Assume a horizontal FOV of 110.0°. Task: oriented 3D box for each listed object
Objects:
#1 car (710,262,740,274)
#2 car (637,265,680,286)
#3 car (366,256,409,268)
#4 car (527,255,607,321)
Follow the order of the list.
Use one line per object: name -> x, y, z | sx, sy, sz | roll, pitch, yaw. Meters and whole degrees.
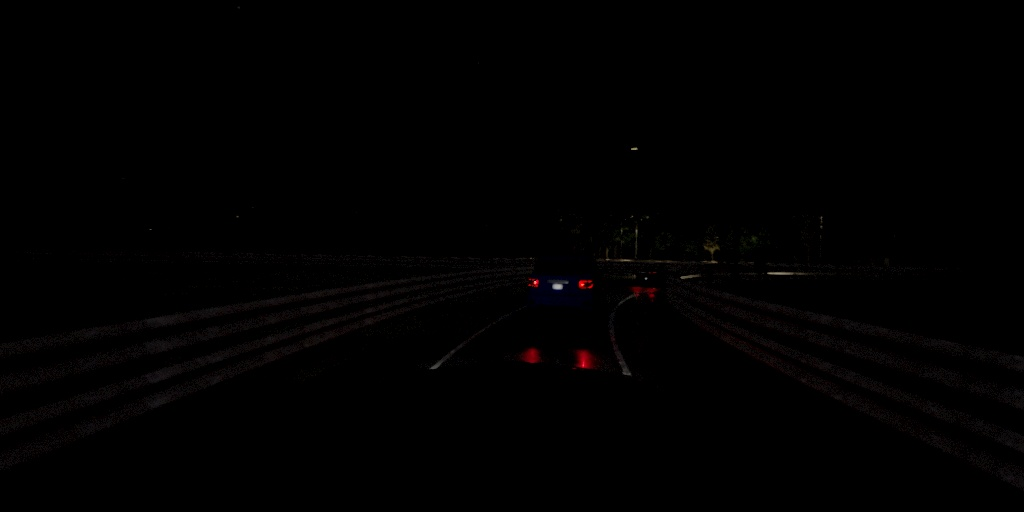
car -> 28.757, 1.607, 48.694 | 4.674, 1.442, 1.812 | 1, 1, -4
car -> 11.517, 1.467, 28.048 | 2.128, 1.511, 4.902 | 1, 0, 44
car -> -15.553, 0.668, 44.544 | 5.357, 1.411, 2.033 | 1, 1, -7
car -> 2.151, 1.002, 12.983 | 2.150, 2.045, 5.566 | 0, 0, 18
